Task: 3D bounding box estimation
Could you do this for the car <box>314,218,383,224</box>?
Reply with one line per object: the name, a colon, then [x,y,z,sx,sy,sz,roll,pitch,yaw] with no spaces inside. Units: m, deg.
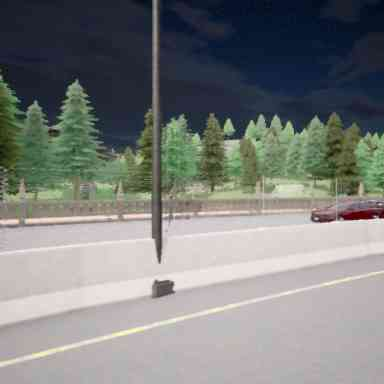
car: [9.830,1.343,21.136,5.008,1.535,1.882,0,0,-23]
